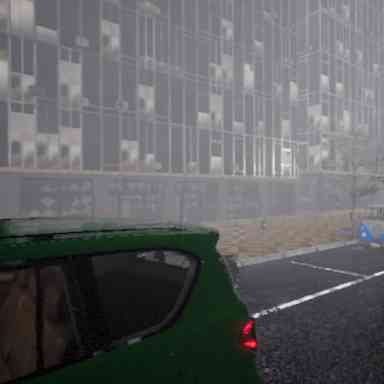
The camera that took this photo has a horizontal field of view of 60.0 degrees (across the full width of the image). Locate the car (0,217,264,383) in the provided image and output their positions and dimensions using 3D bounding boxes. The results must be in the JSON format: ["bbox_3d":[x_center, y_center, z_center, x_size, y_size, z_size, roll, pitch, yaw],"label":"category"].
[{"bbox_3d":[-2.020,1.242,1.740,5.566,2.045,2.150,0,0,-37],"label":"car"}]

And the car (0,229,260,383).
[{"bbox_3d":[-1.060,1.568,5.852,4.403,1.369,2.008,0,0,-37],"label":"car"}]

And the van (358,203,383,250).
[{"bbox_3d":[7.991,1.300,12.757,3.998,1.788,1.690,0,0,-37],"label":"van"}]
